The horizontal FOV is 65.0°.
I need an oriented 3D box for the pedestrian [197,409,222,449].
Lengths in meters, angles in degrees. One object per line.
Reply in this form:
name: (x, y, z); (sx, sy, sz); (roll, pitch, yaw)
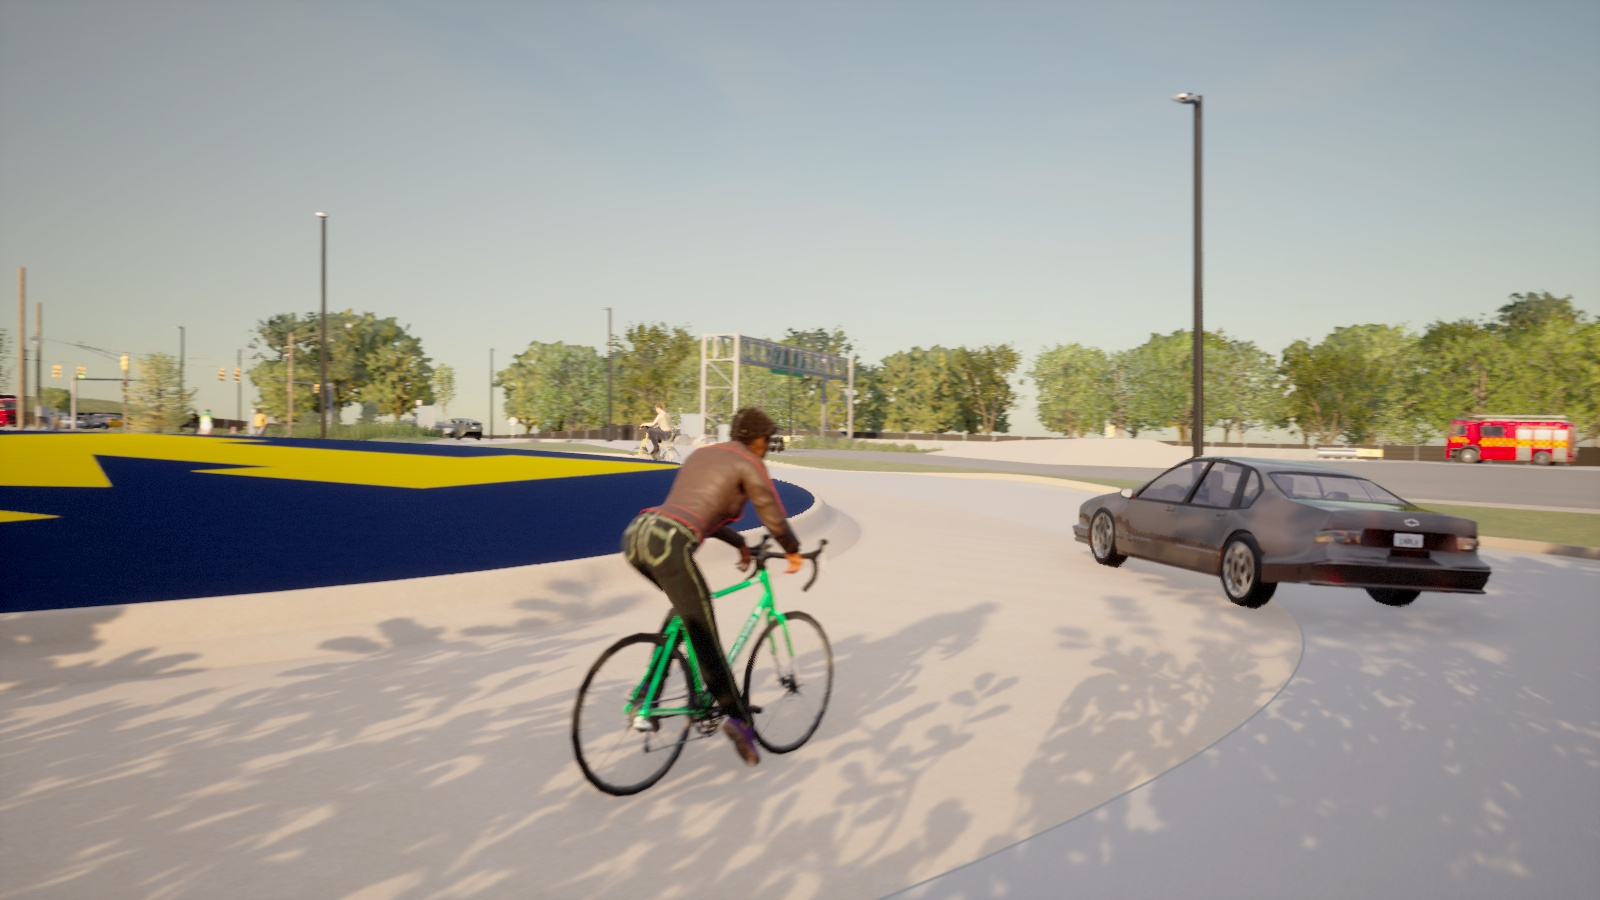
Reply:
pedestrian: (-29.007, -1.022, 61.703); (0.659, 1.952, 0.873); (0, 0, 18)

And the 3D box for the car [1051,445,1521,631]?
car: (4.743, 0.762, 13.421); (2.033, 1.411, 5.357); (4, 0, -12)

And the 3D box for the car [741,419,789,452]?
car: (-1.752, -0.707, 61.573); (1.789, 1.549, 3.705); (2, 1, -10)

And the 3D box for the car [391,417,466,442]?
car: (-23.105, -1.297, 78.047); (4.902, 1.511, 2.128); (1, 1, 41)

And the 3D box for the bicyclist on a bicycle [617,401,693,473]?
bicyclist on a bicycle: (-3.432, -0.319, 29.684); (1.509, 1.612, 0.866); (3, 2, 31)

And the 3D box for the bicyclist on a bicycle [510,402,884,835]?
bicyclist on a bicycle: (-0.393, 0.632, 5.539); (0.582, 1.620, 1.656); (4, 2, 41)

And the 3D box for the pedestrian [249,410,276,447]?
pedestrian: (-27.516, -1.106, 64.295); (0.874, 1.855, 0.900); (0, 0, 11)

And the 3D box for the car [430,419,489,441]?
car: (-23.767, -1.391, 87.642); (2.007, 1.525, 4.514); (0, 0, -45)
